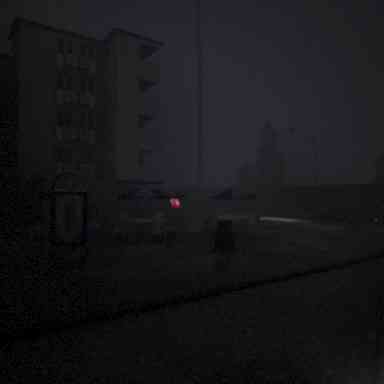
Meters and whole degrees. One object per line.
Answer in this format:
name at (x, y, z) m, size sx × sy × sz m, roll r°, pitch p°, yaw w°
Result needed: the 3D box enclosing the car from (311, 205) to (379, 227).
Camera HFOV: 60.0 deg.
car at (11.313, 1.715, 24.951) m, size 2.128 × 1.511 × 4.902 m, roll 1°, pitch 0°, yaw -35°
